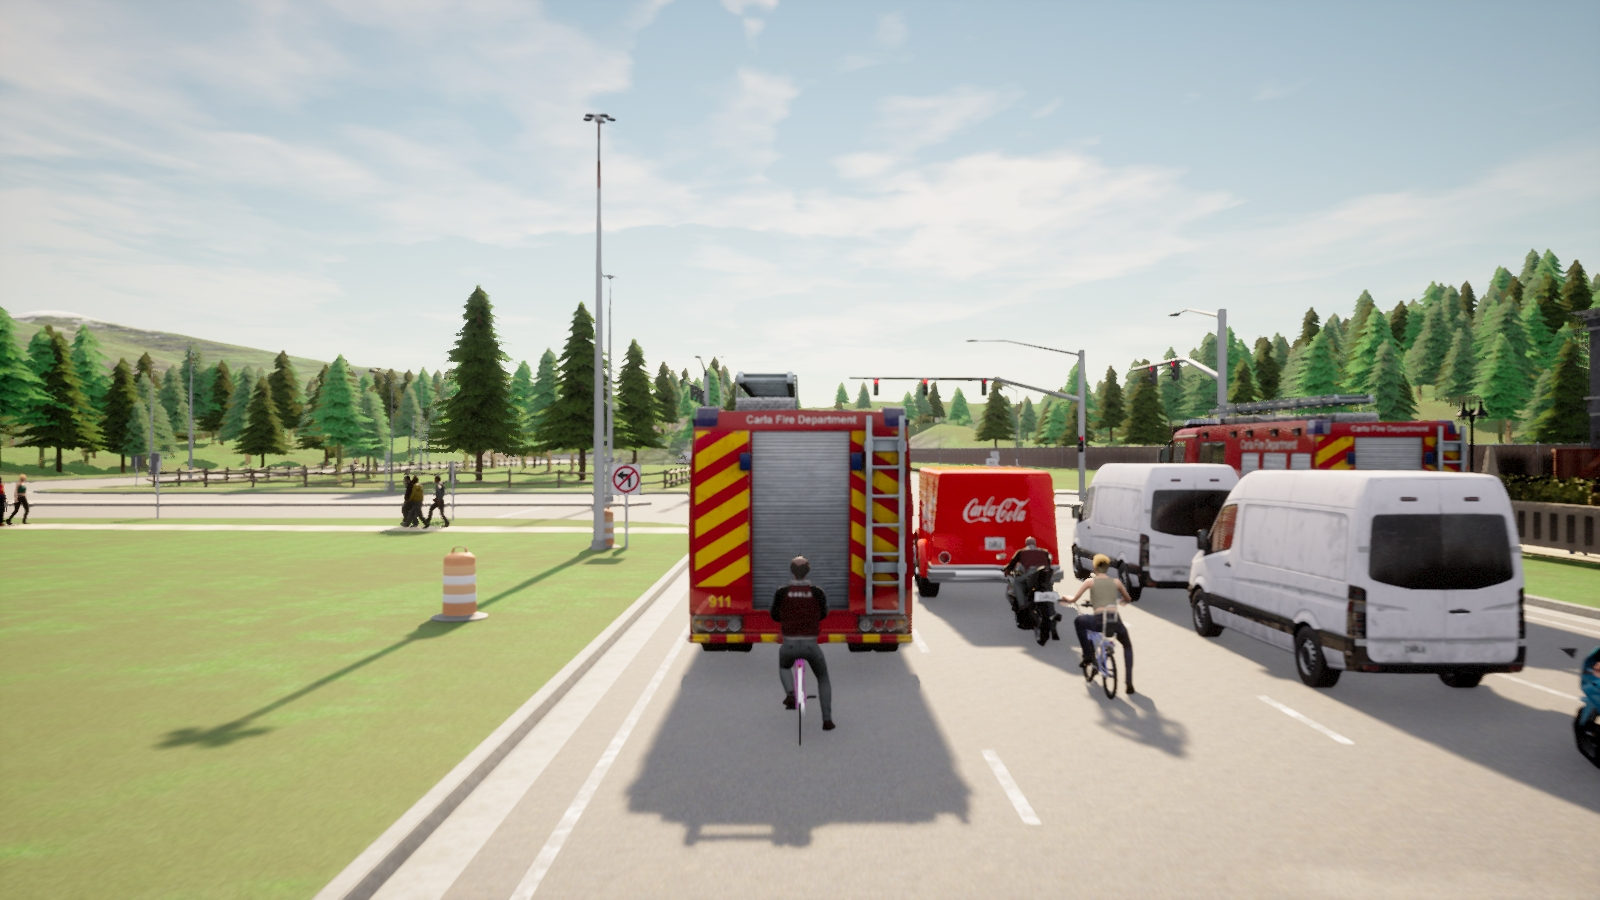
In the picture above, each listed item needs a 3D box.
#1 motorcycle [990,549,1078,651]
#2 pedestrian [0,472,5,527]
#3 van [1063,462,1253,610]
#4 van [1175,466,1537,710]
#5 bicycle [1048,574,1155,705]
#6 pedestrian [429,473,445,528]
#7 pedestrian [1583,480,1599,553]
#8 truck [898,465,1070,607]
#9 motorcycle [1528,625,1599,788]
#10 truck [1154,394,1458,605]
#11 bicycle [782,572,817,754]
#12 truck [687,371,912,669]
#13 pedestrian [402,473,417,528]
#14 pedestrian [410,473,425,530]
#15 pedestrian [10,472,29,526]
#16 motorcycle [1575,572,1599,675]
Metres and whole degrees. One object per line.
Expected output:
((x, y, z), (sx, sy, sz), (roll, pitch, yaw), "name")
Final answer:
((3.491, 2.211, 17.251), (0.867, 1.251, 2.209), (0, 0, 0), "motorcycle")
((-27.773, 1.709, 39.460), (0.375, 1.860, 0.375), (0, 0, 5), "pedestrian")
((6.998, 1.542, 23.097), (1.988, 2.561, 5.915), (0, 0, 0), "van")
((6.995, 1.540, 15.336), (1.988, 2.561, 5.915), (0, 0, 0), "van")
((3.482, 2.162, 13.315), (0.859, 1.277, 1.487), (0, 0, 0), "bicycle")
((-12.273, 1.709, 38.655), (0.375, 1.860, 0.375), (0, 0, 7), "pedestrian")
((20.468, 1.709, 29.420), (0.375, 1.860, 0.375), (0, 0, -2), "pedestrian")
((3.509, 1.576, 23.045), (2.627, 2.467, 5.204), (0, 0, 0), "truck")
((7.000, 2.190, 9.338), (0.803, 1.199, 2.033), (0, 0, 0), "motorcycle")
((10.497, 0.900, 24.973), (2.891, 3.827, 8.468), (0, 0, 0), "truck")
((-0.006, 2.064, 11.444), (0.329, 1.471, 1.835), (0, 0, 0), "bicycle")
((-0.004, 0.898, 18.897), (2.891, 3.827, 8.468), (0, 0, 0), "truck")
((-13.250, 1.709, 38.752), (0.375, 1.860, 0.375), (0, 0, 6), "pedestrian")
((-12.723, 1.709, 38.007), (0.375, 1.860, 0.375), (0, 0, 3), "pedestrian")
((-27.303, 1.710, 39.973), (0.375, 1.860, 0.375), (0, 0, 6), "pedestrian")
((10.501, 2.210, 13.732), (0.867, 1.251, 2.209), (0, 0, 0), "motorcycle")
